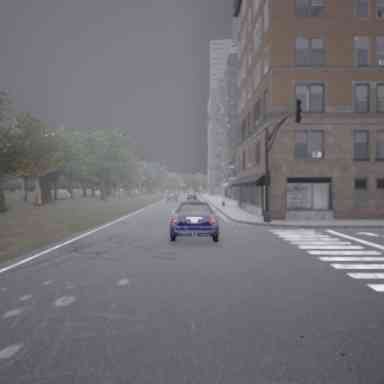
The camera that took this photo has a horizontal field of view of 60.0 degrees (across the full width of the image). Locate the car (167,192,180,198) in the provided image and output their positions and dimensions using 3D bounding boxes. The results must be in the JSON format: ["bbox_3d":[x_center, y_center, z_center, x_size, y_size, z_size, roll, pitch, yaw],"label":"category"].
[{"bbox_3d":[-3.491,0.898,59.436,2.033,1.411,5.357,0,1,0],"label":"car"}]

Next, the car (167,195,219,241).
[{"bbox_3d":[0.105,1.212,15.980,2.097,1.767,4.553,0,0,0],"label":"car"}]

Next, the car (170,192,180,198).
[{"bbox_3d":[-3.490,0.607,69.883,1.895,1.301,4.718,0,1,0],"label":"car"}]

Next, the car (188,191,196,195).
[{"bbox_3d":[0.010,0.855,59.435,1.837,1.490,4.892,0,1,0],"label":"car"}]

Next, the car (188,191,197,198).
[{"bbox_3d":[0.010,0.536,69.851,1.812,1.442,4.674,0,1,0],"label":"car"}]
